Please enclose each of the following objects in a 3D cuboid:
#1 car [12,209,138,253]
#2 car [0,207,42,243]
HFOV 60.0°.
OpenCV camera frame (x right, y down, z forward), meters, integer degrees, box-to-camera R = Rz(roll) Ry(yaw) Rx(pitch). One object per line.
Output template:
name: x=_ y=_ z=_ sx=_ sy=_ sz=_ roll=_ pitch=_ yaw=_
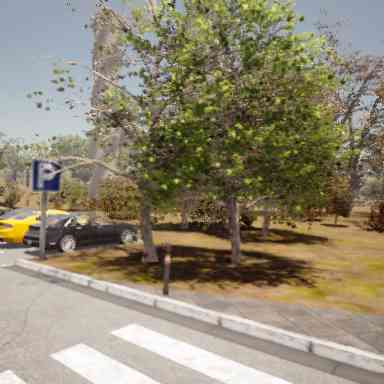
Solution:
car: x=-4.490 y=1.620 z=14.156 sx=2.231 sy=1.521 sz=4.892 roll=0 pitch=-1 yaw=38
car: x=-6.650 y=1.617 z=15.866 sx=2.097 sy=1.535 sz=5.008 roll=0 pitch=-1 yaw=38
